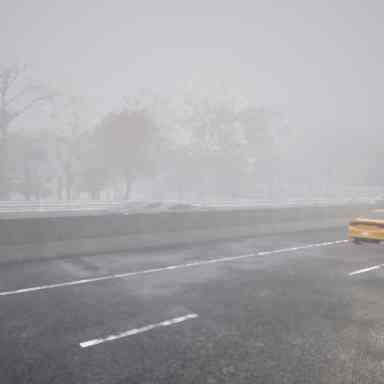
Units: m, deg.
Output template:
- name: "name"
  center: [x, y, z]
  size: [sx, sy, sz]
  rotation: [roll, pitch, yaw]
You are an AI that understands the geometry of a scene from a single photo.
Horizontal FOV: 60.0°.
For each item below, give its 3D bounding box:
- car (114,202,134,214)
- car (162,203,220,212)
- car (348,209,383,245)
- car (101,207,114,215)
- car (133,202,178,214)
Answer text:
- name: "car"
  center: [-3.522, 1.565, 27.158]
  size: [4.892, 1.490, 1.837]
  rotation: [0, 0, -36]
- name: "car"
  center: [0.545, 1.614, 21.460]
  size: [4.181, 1.385, 1.994]
  rotation: [0, 0, -36]
- name: "car"
  center: [8.814, 1.485, 14.461]
  size: [5.008, 1.535, 1.882]
  rotation: [0, 0, -36]
- name: "car"
  center: [-5.195, 1.566, 29.501]
  size: [5.357, 1.411, 2.033]
  rotation: [0, 0, -33]
- name: "car"
  center: [-1.488, 1.566, 24.309]
  size: [4.892, 1.490, 1.837]
  rotation: [0, 0, -36]
